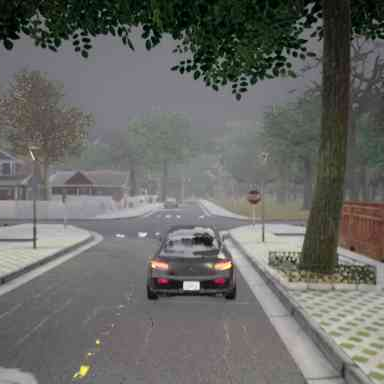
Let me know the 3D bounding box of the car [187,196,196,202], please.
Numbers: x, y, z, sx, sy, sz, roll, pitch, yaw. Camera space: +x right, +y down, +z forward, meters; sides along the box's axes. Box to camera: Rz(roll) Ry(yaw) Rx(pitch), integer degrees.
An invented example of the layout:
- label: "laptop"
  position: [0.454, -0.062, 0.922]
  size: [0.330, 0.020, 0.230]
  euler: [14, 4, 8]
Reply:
- label: "car"
  position: [-0.047, 1.565, 78.551]
  size: [1.994, 1.385, 4.181]
  euler: [0, 0, 0]

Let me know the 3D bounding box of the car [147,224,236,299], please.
- label: "car"
  position: [-0.005, 1.525, 8.296]
  size: [1.812, 1.442, 4.674]
  euler: [0, 0, 0]

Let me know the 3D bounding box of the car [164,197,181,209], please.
- label: "car"
  position: [-2.874, 1.569, 46.146]
  size: [1.812, 1.442, 4.674]
  euler: [0, 0, -1]

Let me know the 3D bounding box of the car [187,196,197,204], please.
- label: "car"
  position: [0.012, 1.735, 68.481]
  size: [1.895, 1.301, 4.718]
  euler: [0, 0, 0]
